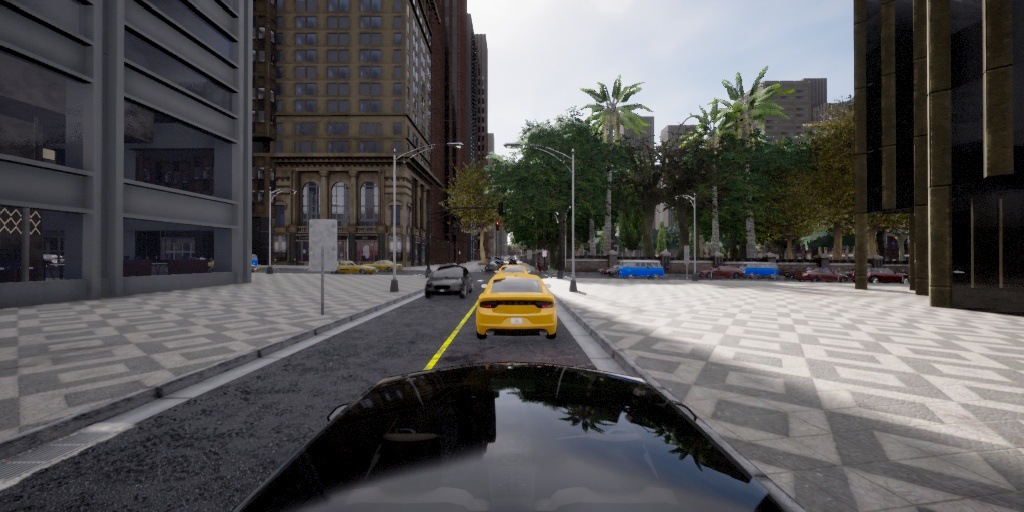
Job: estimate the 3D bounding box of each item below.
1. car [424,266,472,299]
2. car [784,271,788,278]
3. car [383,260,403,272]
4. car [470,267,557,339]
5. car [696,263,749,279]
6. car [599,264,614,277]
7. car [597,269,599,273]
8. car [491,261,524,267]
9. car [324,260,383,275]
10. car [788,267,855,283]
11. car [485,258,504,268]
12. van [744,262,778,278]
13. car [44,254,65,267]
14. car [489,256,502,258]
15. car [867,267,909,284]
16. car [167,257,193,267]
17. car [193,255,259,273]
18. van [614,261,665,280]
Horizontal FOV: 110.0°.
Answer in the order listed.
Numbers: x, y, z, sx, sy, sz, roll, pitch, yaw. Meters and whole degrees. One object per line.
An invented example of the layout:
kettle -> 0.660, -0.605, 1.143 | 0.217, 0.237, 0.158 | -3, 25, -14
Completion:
car -> -3.064, 1.261, 18.140 | 1.837, 1.490, 4.892 | 0, 0, 0
car -> 33.042, 1.904, 38.901 | 5.357, 1.411, 2.033 | 1, 0, 1
car -> -15.276, 1.102, 41.866 | 4.829, 1.417, 1.751 | 0, 0, 0
car -> 0.111, 1.230, 10.124 | 1.882, 1.535, 5.008 | 0, 0, 0
car -> 22.598, 1.710, 38.974 | 4.674, 1.442, 1.812 | 1, 0, 0
car -> 12.638, 1.567, 39.035 | 5.357, 1.411, 2.033 | 1, 0, 0
car -> 11.980, 1.606, 41.699 | 4.207, 1.307, 1.802 | 0, 0, 0
car -> 0.040, 1.235, 20.184 | 1.882, 1.535, 5.008 | 0, 0, 0
car -> -14.978, 1.053, 33.339 | 4.829, 1.417, 1.751 | 0, 0, 0
car -> 28.509, 1.830, 33.073 | 4.207, 1.307, 1.802 | 0, 0, 0
car -> -2.253, 1.312, 44.018 | 1.812, 1.442, 4.674 | 0, 0, -11
van -> 28.550, 1.638, 41.598 | 3.998, 1.789, 1.690 | 0, 0, 0
car -> -43.501, 0.508, 33.513 | 4.097, 1.591, 1.967 | 0, 0, 0
car -> -2.959, 1.047, 58.752 | 2.150, 2.045, 5.566 | 0, 0, 0
car -> 34.032, 1.779, 33.039 | 4.097, 1.591, 1.967 | 0, 0, 0
car -> -37.786, 0.774, 42.004 | 4.313, 1.339, 1.948 | 0, 0, 0
car -> -26.319, 0.868, 33.408 | 4.829, 1.417, 1.751 | 0, 0, 0
van -> 11.939, 1.315, 33.174 | 3.998, 1.789, 1.690 | 0, 0, 0
